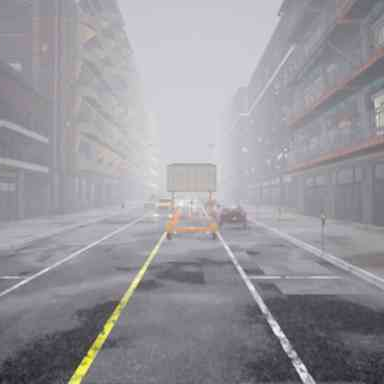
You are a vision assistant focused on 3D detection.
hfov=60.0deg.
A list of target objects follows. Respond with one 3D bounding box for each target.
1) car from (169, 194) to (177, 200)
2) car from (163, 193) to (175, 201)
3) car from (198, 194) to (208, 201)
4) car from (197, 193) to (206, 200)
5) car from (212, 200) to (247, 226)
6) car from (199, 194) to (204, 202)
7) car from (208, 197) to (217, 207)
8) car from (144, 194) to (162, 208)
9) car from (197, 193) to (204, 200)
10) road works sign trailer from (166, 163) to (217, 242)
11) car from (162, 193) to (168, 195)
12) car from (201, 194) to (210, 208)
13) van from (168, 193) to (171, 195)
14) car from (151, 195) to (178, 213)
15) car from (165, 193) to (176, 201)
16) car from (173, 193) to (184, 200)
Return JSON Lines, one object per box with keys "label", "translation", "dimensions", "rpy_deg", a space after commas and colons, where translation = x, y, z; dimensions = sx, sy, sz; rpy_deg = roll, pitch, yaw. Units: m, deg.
{"label": "car", "translation": [-5.349, 1.391, 94.284], "dimensions": [1.947, 1.339, 4.313], "rpy_deg": [1, 0, 0]}
{"label": "car", "translation": [-5.333, 1.139, 77.692], "dimensions": [2.192, 1.841, 5.009], "rpy_deg": [1, 0, 0]}
{"label": "car", "translation": [2.552, 1.264, 77.636], "dimensions": [1.967, 1.590, 4.097], "rpy_deg": [1, 0, 0]}
{"label": "car", "translation": [2.507, 1.138, 88.698], "dimensions": [2.192, 1.841, 5.009], "rpy_deg": [1, 0, 0]}
{"label": "car", "translation": [2.573, 1.462, 22.328], "dimensions": [1.887, 1.381, 4.507], "rpy_deg": [1, 0, 0]}
{"label": "car", "translation": [2.557, 1.402, 49.982], "dimensions": [2.008, 1.369, 4.403], "rpy_deg": [1, 0, 0]}
{"label": "car", "translation": [2.570, 1.425, 28.030], "dimensions": [1.752, 1.417, 4.829], "rpy_deg": [1, 0, 0]}
{"label": "car", "translation": [-5.319, 1.388, 44.339], "dimensions": [1.752, 1.417, 4.829], "rpy_deg": [2, 0, 0]}
{"label": "car", "translation": [2.548, 1.374, 66.574], "dimensions": [1.887, 1.381, 4.507], "rpy_deg": [1, 0, 0]}
{"label": "road works sign trailer", "translation": [-0.017, 0.401, 16.003], "dimensions": [2.380, 3.560, 2.880], "rpy_deg": [0, 0, 0]}
{"label": "car", "translation": [-5.317, 1.166, 50.040], "dimensions": [2.192, 1.841, 5.009], "rpy_deg": [2, 0, 0]}
{"label": "car", "translation": [2.560, 1.407, 44.450], "dimensions": [1.887, 1.381, 4.507], "rpy_deg": [1, 0, 0]}
{"label": "van", "translation": [-5.323, 1.175, 61.099], "dimensions": [1.690, 1.788, 3.998], "rpy_deg": [2, 0, 0]}
{"label": "car", "translation": [-2.865, 1.358, 35.631], "dimensions": [1.882, 1.535, 5.008], "rpy_deg": [0, 0, 0]}
{"label": "car", "translation": [-5.336, 1.138, 83.222], "dimensions": [2.192, 1.841, 5.009], "rpy_deg": [1, 0, 0]}
{"label": "car", "translation": [-2.791, 1.056, 76.075], "dimensions": [1.882, 1.535, 5.008], "rpy_deg": [0, 0, 0]}
